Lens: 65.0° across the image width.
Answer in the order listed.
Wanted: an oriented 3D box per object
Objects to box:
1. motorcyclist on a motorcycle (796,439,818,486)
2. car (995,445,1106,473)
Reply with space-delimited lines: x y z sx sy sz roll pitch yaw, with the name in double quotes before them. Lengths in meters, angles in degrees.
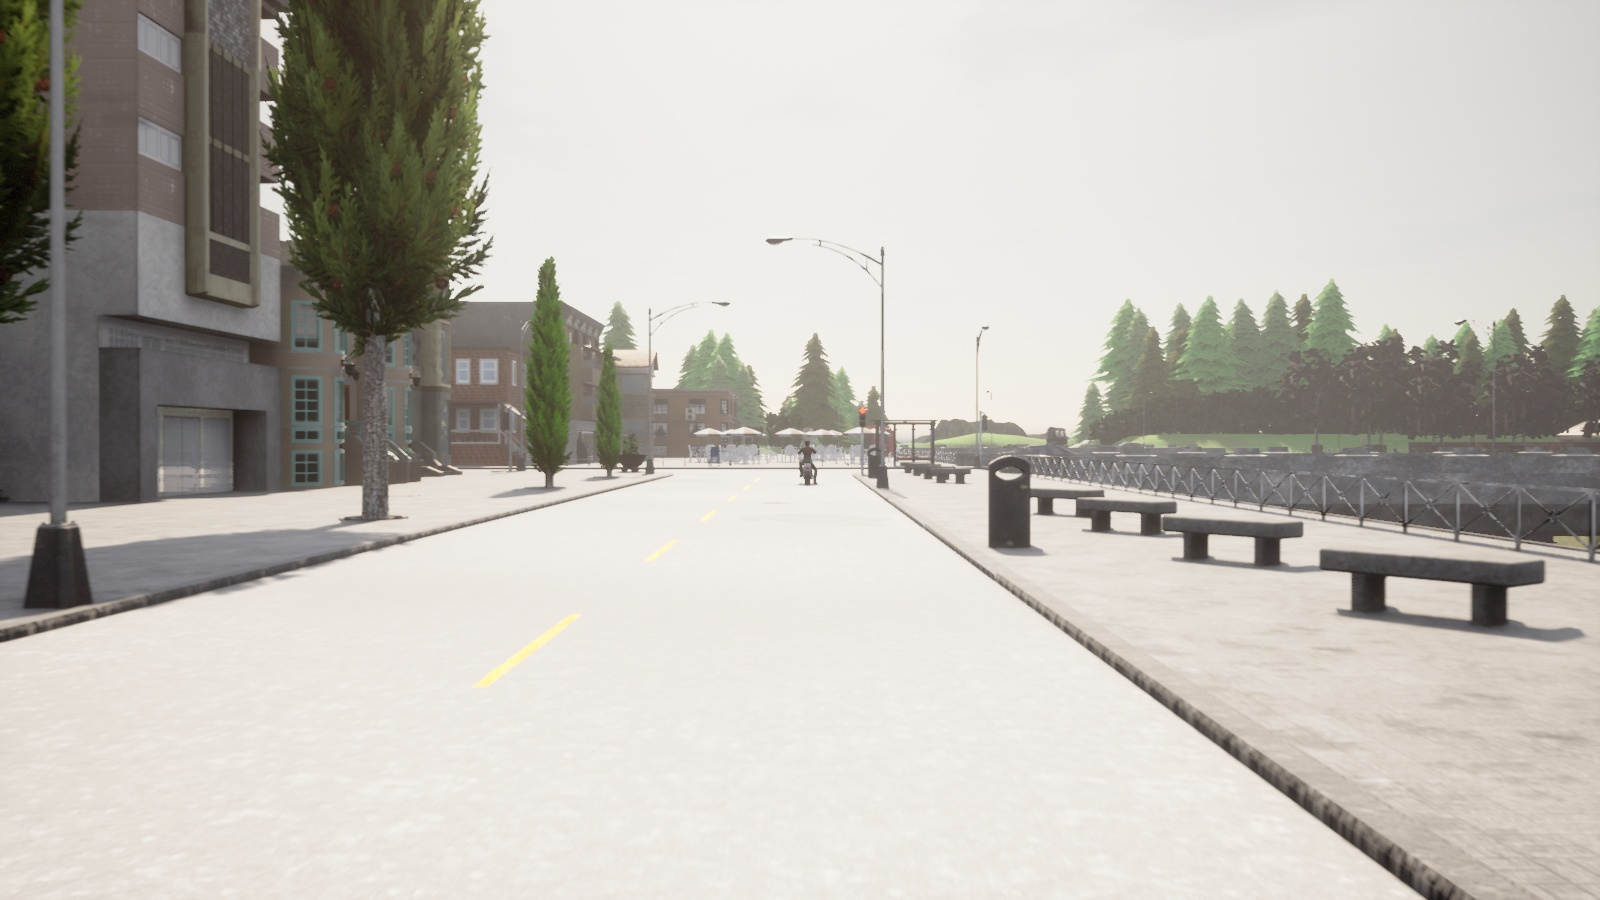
"motorcyclist on a motorcycle" 0.265 0.442 45.257 0.766 1.649 2.350 0 0 0
"car" 12.875 0.440 64.721 5.357 1.411 2.033 0 0 1
